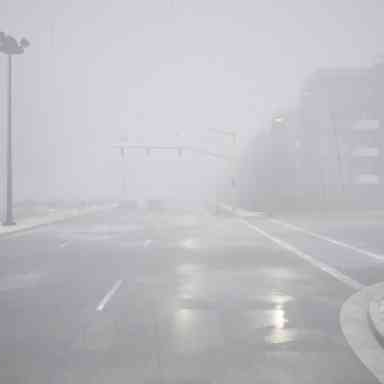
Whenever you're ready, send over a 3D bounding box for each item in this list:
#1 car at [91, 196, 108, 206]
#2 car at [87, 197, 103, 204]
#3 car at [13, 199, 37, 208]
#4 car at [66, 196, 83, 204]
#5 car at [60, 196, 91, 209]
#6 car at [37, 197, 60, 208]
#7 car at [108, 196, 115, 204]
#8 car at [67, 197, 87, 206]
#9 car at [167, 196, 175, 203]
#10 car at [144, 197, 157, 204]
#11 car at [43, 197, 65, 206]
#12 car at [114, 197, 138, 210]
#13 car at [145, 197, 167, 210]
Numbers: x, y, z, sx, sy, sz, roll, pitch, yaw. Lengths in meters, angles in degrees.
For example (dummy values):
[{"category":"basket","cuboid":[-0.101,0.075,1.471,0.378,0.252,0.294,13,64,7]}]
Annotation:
[{"category":"car","cuboid":[-16.310,1.569,56.231,2.033,1.411,5.357,0,0,1]},{"category":"car","cuboid":[-19.750,1.619,67.669,1.895,1.301,4.718,0,0,0]},{"category":"car","cuboid":[-23.279,1.619,47.051,1.895,1.301,4.718,0,0,0]},{"category":"car","cuboid":[-23.252,1.577,66.051,1.994,1.385,4.181,0,0,0]},{"category":"car","cuboid":[-16.291,1.543,46.655,1.812,1.442,4.674,0,0,3]},{"category":"car","cuboid":[-19.785,1.496,47.594,1.882,1.535,5.008,0,0,0]},{"category":"car","cuboid":[-16.262,1.503,66.635,1.882,1.535,5.008,0,0,0]},{"category":"car","cuboid":[-19.798,1.586,57.594,1.994,1.385,4.181,0,0,0]},{"category":"car","cuboid":[-4.649,1.589,68.163,1.994,1.385,4.181,0,0,0]},{"category":"car","cuboid":[-8.152,1.625,65.989,1.895,1.301,4.718,0,0,0]},{"category":"car","cuboid":[-23.303,1.585,56.242,1.994,1.385,4.181,0,0,0]},{"category":"car","cuboid":[-8.092,1.563,42.390,2.033,1.411,5.357,0,0,-1]},{"category":"car","cuboid":[-4.580,1.521,42.445,1.837,1.490,4.892,0,0,-1]}]
